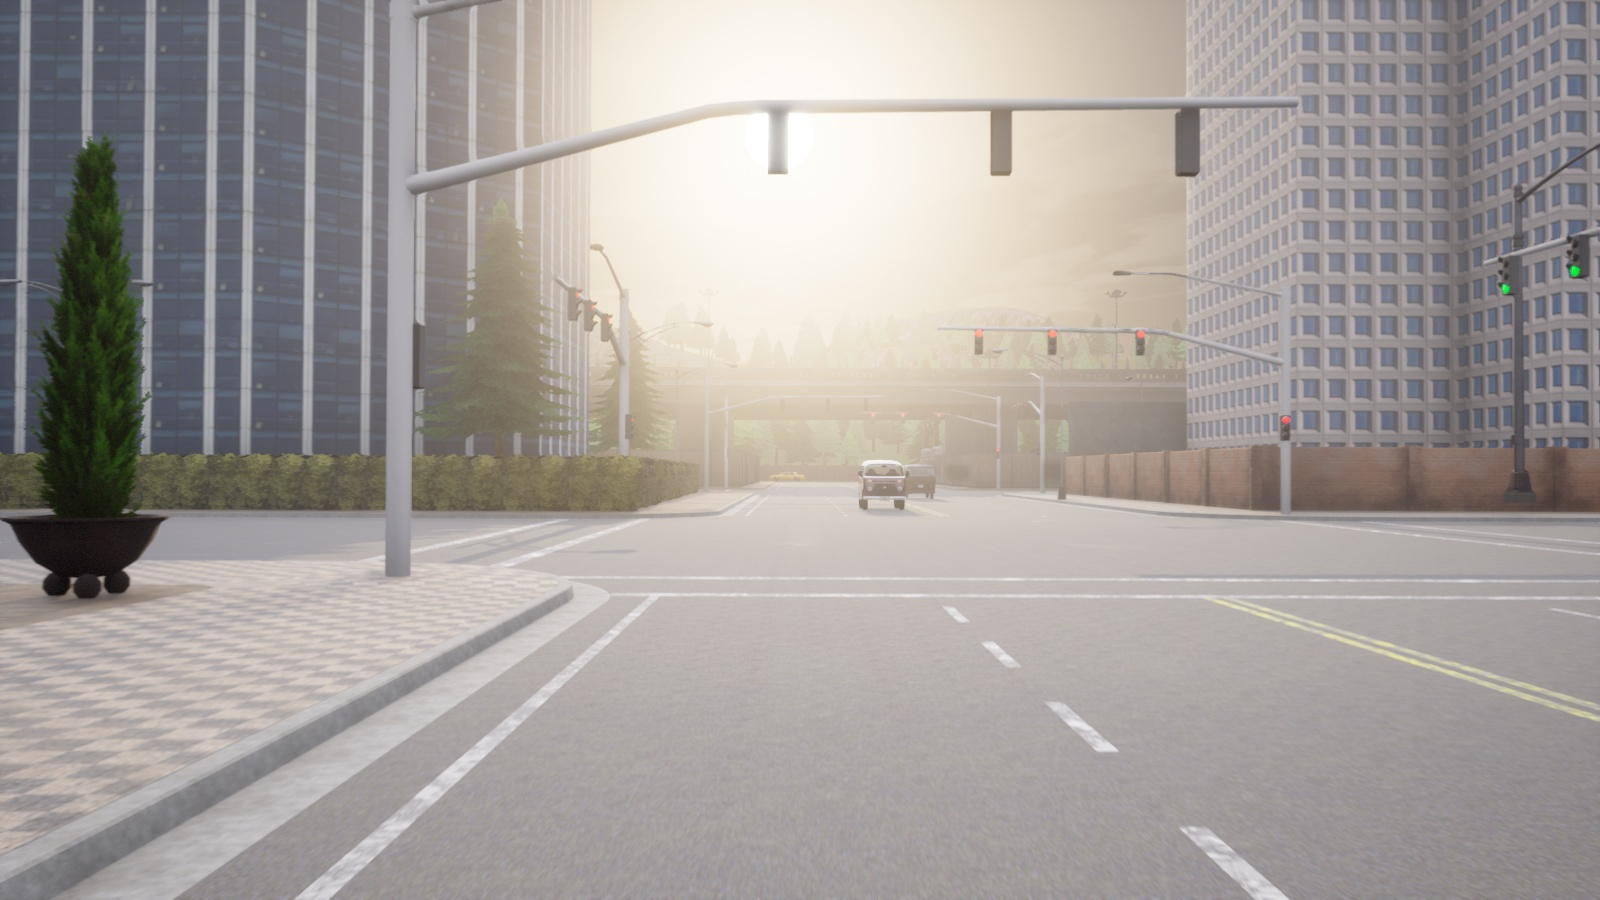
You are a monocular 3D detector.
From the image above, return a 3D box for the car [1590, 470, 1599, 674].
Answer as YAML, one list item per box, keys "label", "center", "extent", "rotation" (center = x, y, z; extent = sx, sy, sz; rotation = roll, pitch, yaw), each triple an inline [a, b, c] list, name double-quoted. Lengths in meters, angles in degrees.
- label: "car"
  center: [6.982, 0.859, 6.935]
  extent: [2.128, 1.511, 4.902]
  rotation: [0, -1, 0]

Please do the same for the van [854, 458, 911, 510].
- label: "van"
  center: [3.372, 1.398, 52.168]
  extent: [2.069, 2.038, 4.480]
  rotation: [0, -1, 0]

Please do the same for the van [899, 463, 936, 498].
- label: "van"
  center: [6.821, 1.766, 73.227]
  extent: [1.775, 1.987, 4.442]
  rotation: [0, -1, 0]
